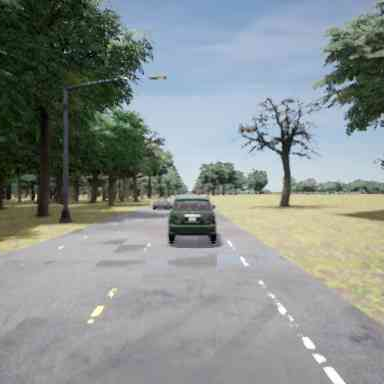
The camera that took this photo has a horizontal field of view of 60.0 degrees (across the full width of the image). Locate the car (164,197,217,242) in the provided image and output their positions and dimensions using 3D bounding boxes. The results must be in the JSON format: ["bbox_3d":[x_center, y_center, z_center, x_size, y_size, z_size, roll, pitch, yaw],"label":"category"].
[{"bbox_3d":[0.018,1.231,16.452,2.150,2.045,5.566,0,0,0],"label":"car"}]

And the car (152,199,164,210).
[{"bbox_3d":[-3.835,1.577,42.025,1.994,1.385,4.181,0,0,0],"label":"car"}]

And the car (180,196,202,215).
[{"bbox_3d":[-0.103,1.364,34.352,2.097,1.767,4.553,0,0,0],"label":"car"}]
